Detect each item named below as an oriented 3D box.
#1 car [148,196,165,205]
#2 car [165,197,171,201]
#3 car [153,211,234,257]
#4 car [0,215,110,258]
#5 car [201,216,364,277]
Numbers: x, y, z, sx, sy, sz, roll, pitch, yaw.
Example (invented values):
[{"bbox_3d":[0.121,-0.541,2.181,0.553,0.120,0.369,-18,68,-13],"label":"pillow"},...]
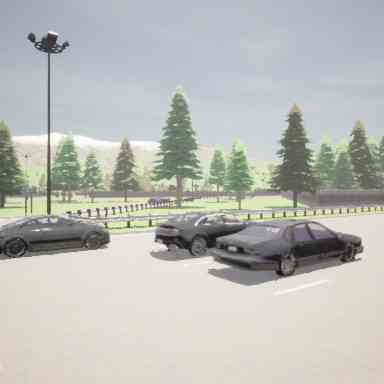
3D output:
[{"bbox_3d":[-6.658,1.526,59.571,1.812,1.442,4.674,0,0,5],"label":"car"},{"bbox_3d":[-5.664,1.601,69.798,1.895,1.301,4.718,0,0,5],"label":"car"},{"bbox_3d":[0.857,1.492,12.945,4.902,1.511,2.128,0,0,-35],"label":"car"},{"bbox_3d":[-5.357,1.564,12.819,4.181,1.385,1.994,0,0,-35],"label":"car"},{"bbox_3d":[3.101,1.547,10.247,5.357,1.411,2.033,0,0,-35],"label":"car"}]
